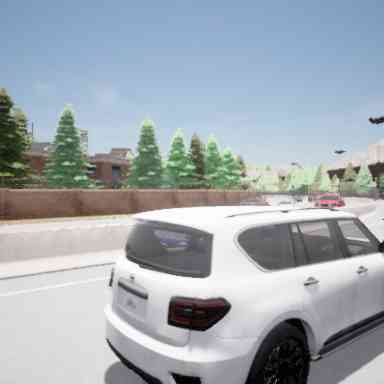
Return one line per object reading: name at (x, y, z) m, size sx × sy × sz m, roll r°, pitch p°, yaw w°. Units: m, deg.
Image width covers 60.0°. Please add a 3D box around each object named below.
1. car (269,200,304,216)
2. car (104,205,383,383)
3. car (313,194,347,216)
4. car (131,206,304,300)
car at (9.646, 1.537, 33.669) m, size 1.812 × 1.442 × 4.674 m, roll 0°, pitch 0°, yaw 36°
car at (1.489, 1.224, 5.083) m, size 5.566 × 2.045 × 2.150 m, roll 0°, pitch 0°, yaw -38°
car at (14.195, 1.219, 33.956) m, size 2.150 × 2.045 × 5.566 m, roll 0°, pitch 0°, yaw 35°
car at (0.868, 1.361, 9.147) m, size 4.553 × 1.767 × 2.097 m, roll 0°, pitch 0°, yaw -39°
